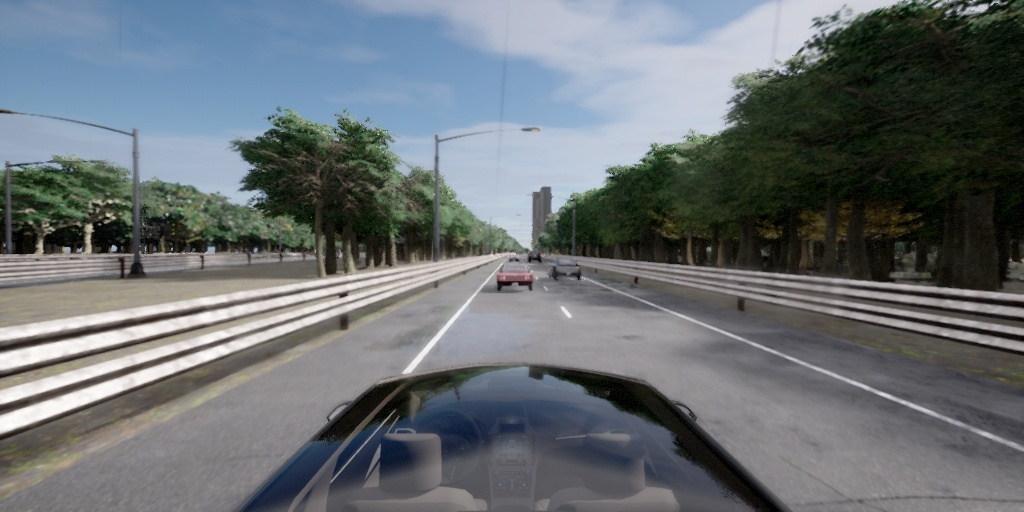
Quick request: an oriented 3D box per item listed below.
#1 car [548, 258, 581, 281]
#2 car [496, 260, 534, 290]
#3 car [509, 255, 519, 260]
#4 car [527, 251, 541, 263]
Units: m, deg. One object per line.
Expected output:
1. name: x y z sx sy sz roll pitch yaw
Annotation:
1. car: 3.683 0.894 25.556 2.128 1.511 4.902 0 1 0
2. car: 0.156 1.077 19.847 1.895 1.301 4.718 0 1 0
3. car: 0.334 0.445 64.724 1.895 1.301 4.718 0 1 0
4. car: 3.824 0.110 61.900 2.150 2.045 5.566 0 0 0
